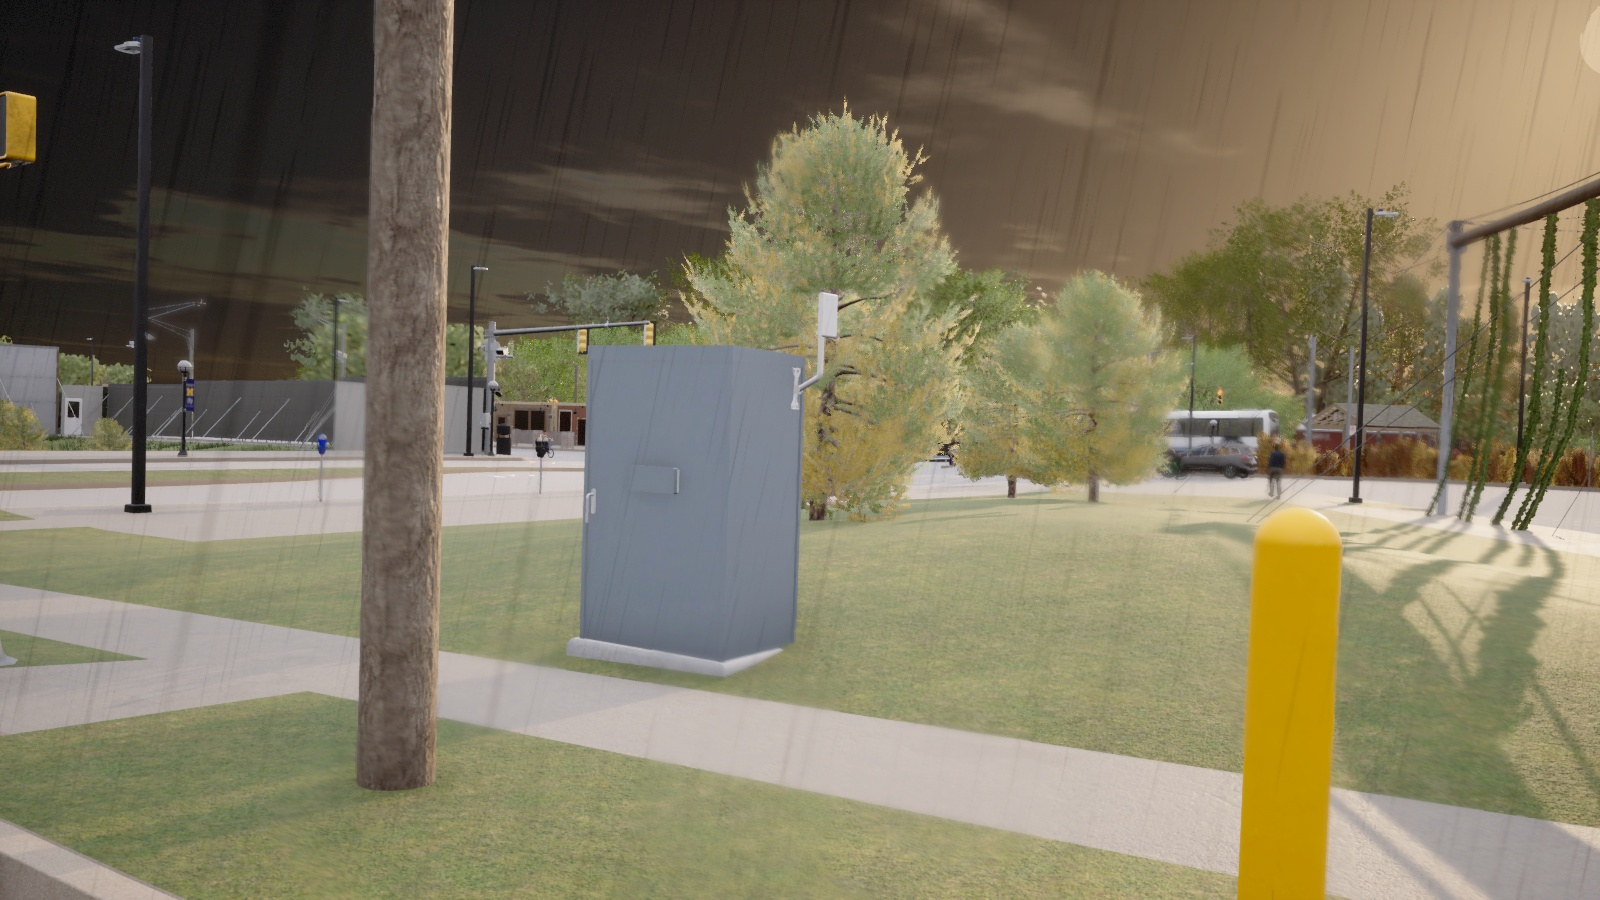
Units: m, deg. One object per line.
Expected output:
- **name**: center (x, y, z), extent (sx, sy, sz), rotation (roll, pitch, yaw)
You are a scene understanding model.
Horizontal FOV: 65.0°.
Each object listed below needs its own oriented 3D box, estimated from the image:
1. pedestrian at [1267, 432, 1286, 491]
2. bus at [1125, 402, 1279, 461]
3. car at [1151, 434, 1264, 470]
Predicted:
- **pedestrian**: center (15.034, 0.362, 39.630), extent (0.370, 1.835, 0.726), rotation (1, 2, 8)
- **bus**: center (29.915, -1.315, 93.706), extent (10.273, 4.253, 3.944), rotation (0, 1, 35)
- **car**: center (19.301, 0.091, 59.530), extent (4.611, 1.667, 2.242), rotation (0, 1, 34)
